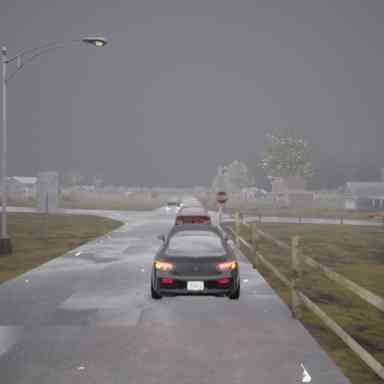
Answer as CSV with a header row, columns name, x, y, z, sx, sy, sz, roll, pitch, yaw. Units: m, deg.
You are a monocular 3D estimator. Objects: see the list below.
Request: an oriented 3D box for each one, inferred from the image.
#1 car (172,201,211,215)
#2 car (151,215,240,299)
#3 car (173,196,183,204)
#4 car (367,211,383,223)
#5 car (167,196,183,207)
name,x,y,z,sx,sy,sz,roll,pitch,yaw
car,0.054,1.496,18.665,1.882,1.535,5.008,0,0,0
car,0.079,1.529,8.312,1.812,1.442,4.674,0,0,0
car,-2.822,1.623,68.133,1.837,1.490,4.892,0,1,0
car,20.665,2.385,34.089,5.008,1.535,1.882,2,0,0
car,-2.891,1.562,52.255,1.882,1.535,5.008,0,0,0
